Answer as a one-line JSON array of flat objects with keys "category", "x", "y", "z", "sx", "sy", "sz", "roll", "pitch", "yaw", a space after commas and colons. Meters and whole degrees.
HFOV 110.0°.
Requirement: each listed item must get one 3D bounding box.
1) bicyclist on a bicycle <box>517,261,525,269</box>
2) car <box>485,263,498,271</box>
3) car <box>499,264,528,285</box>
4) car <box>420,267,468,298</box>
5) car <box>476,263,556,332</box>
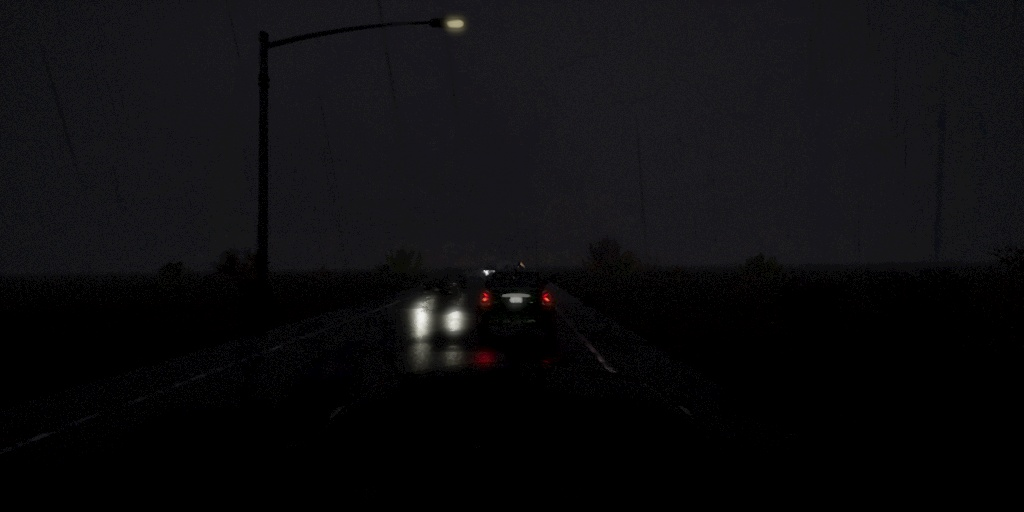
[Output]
[{"category": "bicyclist on a bicycle", "x": 1.003, "y": 1.460, "z": 39.188, "sx": 0.866, "sy": 1.612, "sz": 1.509, "roll": 0, "pitch": 0, "yaw": 0}, {"category": "car", "x": -3.488, "y": 1.786, "z": 60.672, "sx": 1.895, "sy": 1.301, "sz": 4.718, "roll": 0, "pitch": 0, "yaw": 0}, {"category": "car", "x": 0.138, "y": 1.434, "z": 28.777, "sx": 2.128, "sy": 1.511, "sz": 4.902, "roll": 0, "pitch": -1, "yaw": 0}, {"category": "car", "x": -3.575, "y": 1.356, "z": 19.560, "sx": 1.882, "sy": 1.535, "sz": 5.008, "roll": 0, "pitch": 0, "yaw": 0}, {"category": "car", "x": 0.112, "y": 1.170, "z": 11.279, "sx": 2.097, "sy": 1.767, "sz": 4.553, "roll": 0, "pitch": -1, "yaw": 0}]
